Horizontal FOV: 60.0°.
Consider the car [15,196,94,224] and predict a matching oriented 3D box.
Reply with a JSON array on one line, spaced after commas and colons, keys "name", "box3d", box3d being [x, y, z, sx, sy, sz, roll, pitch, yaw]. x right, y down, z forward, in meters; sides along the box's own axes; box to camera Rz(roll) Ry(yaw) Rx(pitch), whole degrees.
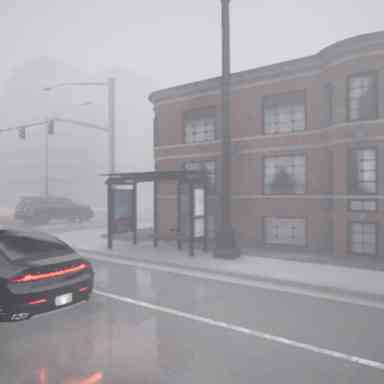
[{"name": "car", "box3d": [-10.154, 1.333, 24.869, 2.150, 2.045, 5.566, 0, 0, 39]}]

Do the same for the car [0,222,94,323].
[{"name": "car", "box3d": [-4.071, 1.539, 6.850, 4.892, 1.490, 1.837, -1, -1, 36]}]
